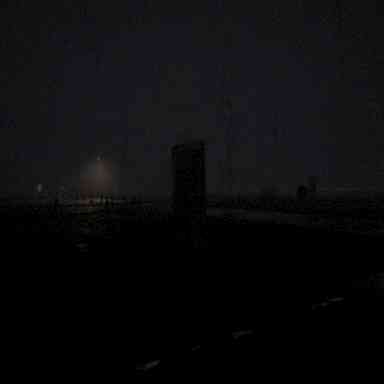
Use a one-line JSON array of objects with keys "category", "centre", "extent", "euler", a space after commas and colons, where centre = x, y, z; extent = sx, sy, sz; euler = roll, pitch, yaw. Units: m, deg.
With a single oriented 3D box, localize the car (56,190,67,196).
[{"category": "car", "centre": [-32.752, 0.164, 83.213], "extent": [1.837, 1.490, 4.892], "euler": [-2, 2, -35]}]
